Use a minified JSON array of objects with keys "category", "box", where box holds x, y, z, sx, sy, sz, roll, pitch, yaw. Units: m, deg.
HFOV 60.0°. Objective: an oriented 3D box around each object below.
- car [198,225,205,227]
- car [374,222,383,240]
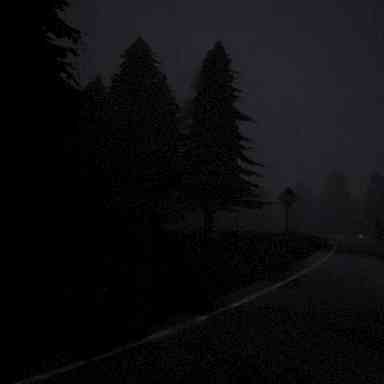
[{"category":"car","box":[2.089,5.311,46.802,1.895,1.301,4.718,7,-9,-42]},{"category":"car","box":[12.884,2.355,20.602,2.128,1.511,4.902,3,-4,12]}]
